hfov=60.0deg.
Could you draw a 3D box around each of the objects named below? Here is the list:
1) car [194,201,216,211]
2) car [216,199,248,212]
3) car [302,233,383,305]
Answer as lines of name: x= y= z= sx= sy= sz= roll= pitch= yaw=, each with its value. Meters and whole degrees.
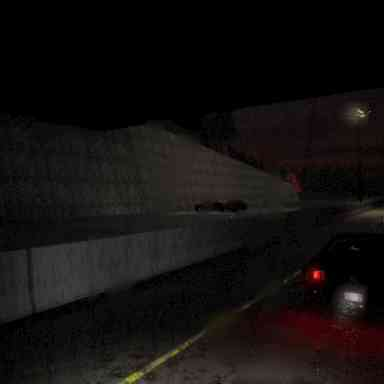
car: x=2.207 y=1.744 z=41.890 sx=1.895 sy=1.301 sz=4.718 roll=0 pitch=0 yaw=35
car: x=5.092 y=1.624 z=39.909 sx=1.812 sy=1.442 sz=4.674 roll=0 pitch=0 yaw=35
car: x=4.199 y=1.617 z=7.851 sx=1.895 sy=1.301 sz=4.718 roll=0 pitch=0 yaw=35
